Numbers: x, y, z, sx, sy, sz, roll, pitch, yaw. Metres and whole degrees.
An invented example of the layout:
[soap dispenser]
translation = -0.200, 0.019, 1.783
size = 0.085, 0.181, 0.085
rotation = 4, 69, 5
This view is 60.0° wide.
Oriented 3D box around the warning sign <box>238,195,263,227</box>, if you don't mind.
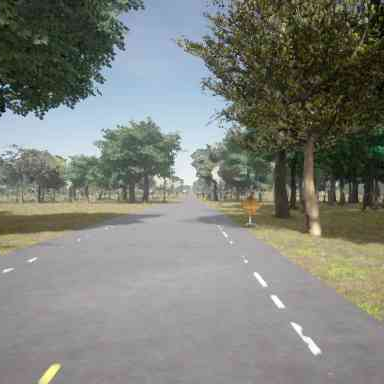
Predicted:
[warning sign]
translation = 3.564, 1.116, 20.331
size = 1.300, 1.860, 1.060
rotation = 1, 1, 0
